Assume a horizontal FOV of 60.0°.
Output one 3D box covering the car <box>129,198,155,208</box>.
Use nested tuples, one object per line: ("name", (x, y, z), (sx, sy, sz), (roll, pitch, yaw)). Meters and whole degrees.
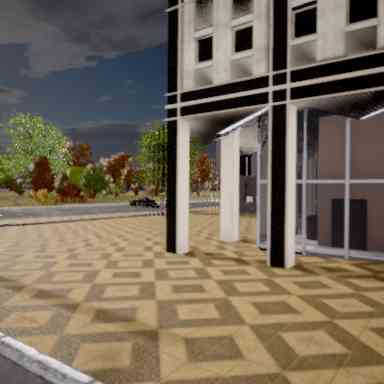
("car", (-7.500, 1.584, 50.338), (1.994, 1.385, 4.181), (1, 1, 38))
